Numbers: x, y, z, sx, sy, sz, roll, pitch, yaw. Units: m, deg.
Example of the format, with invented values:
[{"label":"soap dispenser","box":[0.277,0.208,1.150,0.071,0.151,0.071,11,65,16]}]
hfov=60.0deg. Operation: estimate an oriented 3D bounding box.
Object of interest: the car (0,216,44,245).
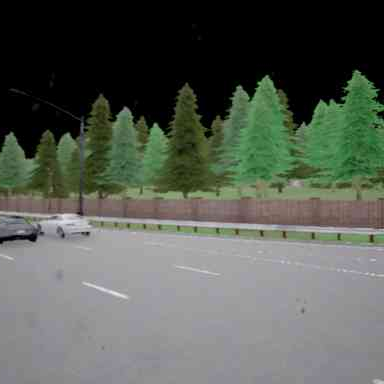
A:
[{"label":"car","box":[-10.208,2.023,18.373,4.181,1.385,1.994,-1,-2,43]}]

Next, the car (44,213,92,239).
[{"label":"car","box":[-8.182,2.091,21.251,4.674,1.442,1.812,-1,-2,43]}]
